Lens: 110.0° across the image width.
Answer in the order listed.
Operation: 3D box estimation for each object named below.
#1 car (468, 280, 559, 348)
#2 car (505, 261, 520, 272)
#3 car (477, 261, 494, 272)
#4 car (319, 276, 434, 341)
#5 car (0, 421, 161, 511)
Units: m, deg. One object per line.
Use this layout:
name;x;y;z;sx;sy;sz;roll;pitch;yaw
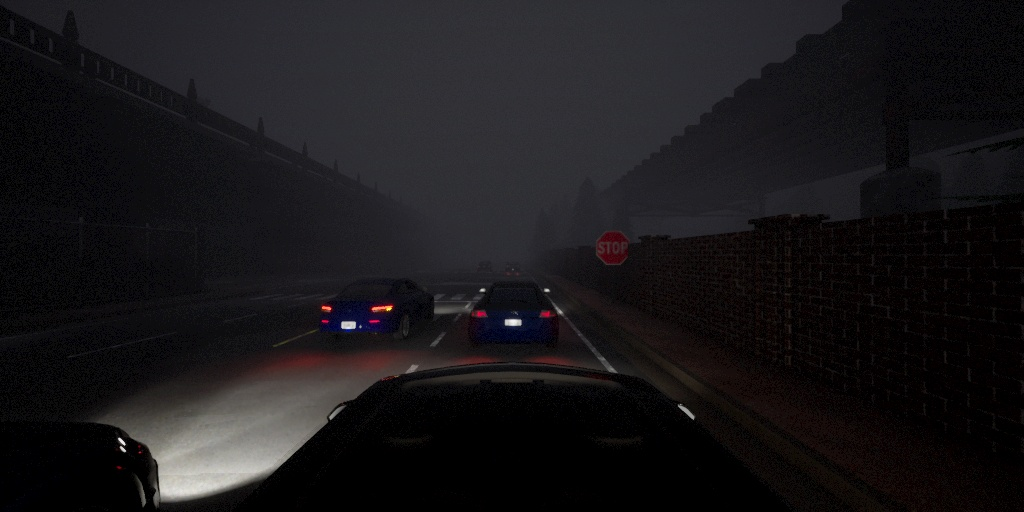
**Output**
car;0.067;1.314;9.258;1.994;1.385;4.181;0;0;1
car;0.085;1.350;46.076;1.895;1.301;4.718;0;0;-1
car;-3.410;1.297;45.908;2.033;1.411;5.357;0;0;-1
car;-3.415;1.276;9.779;1.812;1.442;4.674;0;0;0
car;-3.398;1.314;0.683;1.994;1.385;4.181;0;0;0
